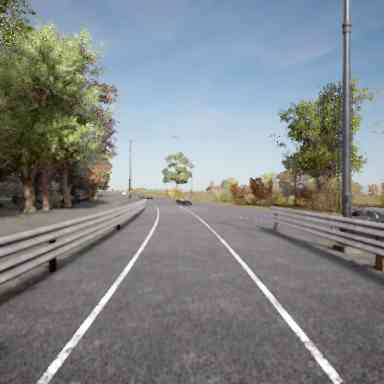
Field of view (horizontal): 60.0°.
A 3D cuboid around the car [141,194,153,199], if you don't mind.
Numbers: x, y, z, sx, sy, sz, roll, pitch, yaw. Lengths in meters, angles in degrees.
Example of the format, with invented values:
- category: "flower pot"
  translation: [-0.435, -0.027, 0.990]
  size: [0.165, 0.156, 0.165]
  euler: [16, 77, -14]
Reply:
- category: "car"
  translation: [-12.339, 1.359, 93.676]
  size: [2.033, 1.411, 5.357]
  euler: [0, 0, -16]

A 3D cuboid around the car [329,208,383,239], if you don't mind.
- category: "car"
  translation: [9.787, 1.649, 18.536]
  size: [1.837, 1.490, 4.892]
  euler: [0, 0, -16]

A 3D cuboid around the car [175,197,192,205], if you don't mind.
- category: "car"
  translation: [-1.504, 1.576, 56.869]
  size: [1.895, 1.301, 4.718]
  euler: [0, 0, -16]
